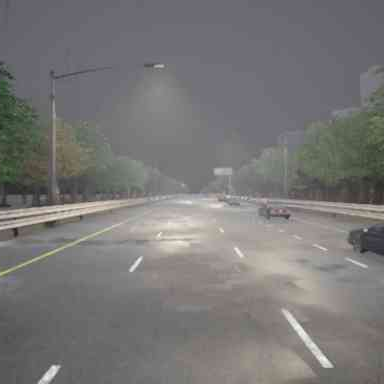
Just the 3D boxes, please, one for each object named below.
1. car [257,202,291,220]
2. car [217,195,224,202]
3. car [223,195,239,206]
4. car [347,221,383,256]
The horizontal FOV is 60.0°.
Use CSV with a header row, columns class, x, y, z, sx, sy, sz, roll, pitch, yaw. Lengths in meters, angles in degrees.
class,x,y,z,sx,sy,sz,roll,pitch,yaw
car,7.044,1.607,28.891,2.033,1.411,5.357,0,0,0
car,7.357,1.583,81.478,2.097,1.767,4.553,0,0,1
car,7.183,1.700,58.484,2.033,1.411,5.357,0,0,0
car,7.006,1.561,10.638,2.033,1.411,5.357,0,0,0
